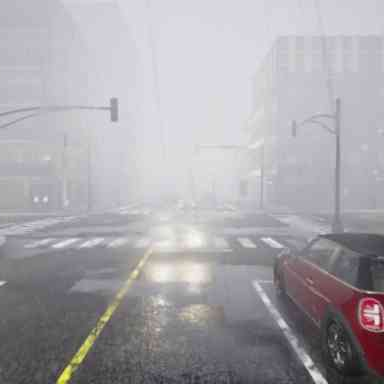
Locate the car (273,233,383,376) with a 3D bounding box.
[{"bbox_3d":[2.675,1.381,5.524,1.967,1.590,4.097,-1,1,0],"label":"car"}]

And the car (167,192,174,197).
[{"bbox_3d":[-5.707,0.676,88.865,1.802,1.307,4.206,-1,1,0],"label":"car"}]

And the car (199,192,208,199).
[{"bbox_3d":[2.645,0.759,77.491,2.008,1.369,4.403,-1,1,0],"label":"car"}]

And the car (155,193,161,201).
[{"bbox_3d":[-5.695,0.906,60.342,1.752,1.417,4.829,-1,1,0],"label":"car"}]

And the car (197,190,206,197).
[{"bbox_3d":[2.634,0.353,94.499,2.192,1.841,5.009,-1,1,0],"label":"car"}]

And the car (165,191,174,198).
[{"bbox_3d":[-5.706,0.591,83.193,1.967,1.590,4.097,-1,1,0],"label":"car"}]

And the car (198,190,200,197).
[{"bbox_3d":[2.648,0.763,66.148,1.967,1.590,4.097,-1,1,0],"label":"car"}]

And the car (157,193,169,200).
[{"bbox_3d":[-5.697,0.888,66.183,1.947,1.339,4.313,-1,1,0],"label":"car"}]

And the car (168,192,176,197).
[{"bbox_3d":[-5.723,0.582,94.535,1.887,1.381,4.507,-1,1,0],"label":"car"}]

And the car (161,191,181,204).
[{"bbox_3d":[-3.086,0.971,49.106,1.882,1.535,5.008,0,0,0],"label":"car"}]

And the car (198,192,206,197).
[{"bbox_3d":[2.640,0.639,88.832,1.887,1.381,4.507,-1,1,0],"label":"car"}]

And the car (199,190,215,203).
[{"bbox_3d":[2.653,0.877,54.807,1.967,1.590,4.097,-1,1,0],"label":"car"}]

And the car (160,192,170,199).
[{"bbox_3d":[-5.700,0.792,71.683,1.752,1.417,4.829,-1,1,0],"label":"car"}]

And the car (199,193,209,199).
[{"bbox_3d":[2.647,0.832,71.820,1.947,1.339,4.313,-1,1,0],"label":"car"}]
